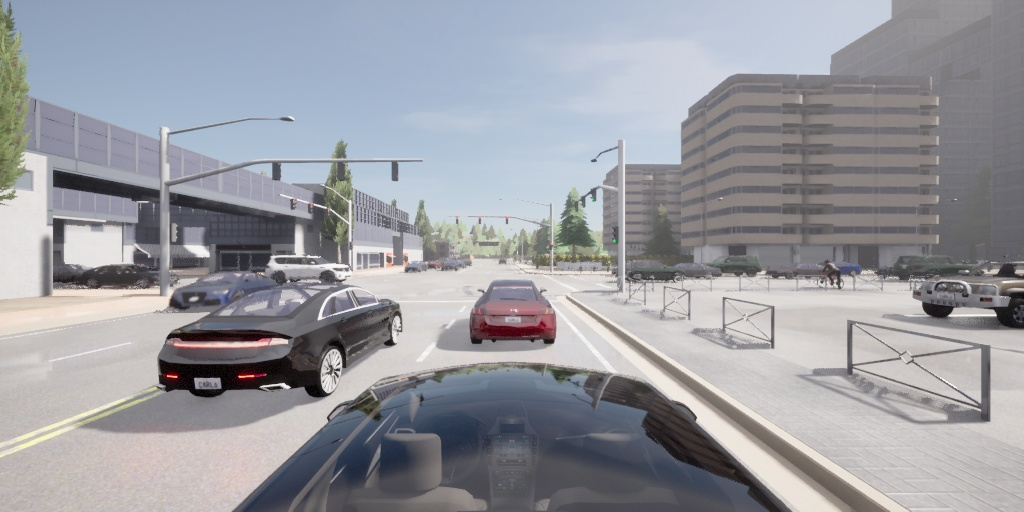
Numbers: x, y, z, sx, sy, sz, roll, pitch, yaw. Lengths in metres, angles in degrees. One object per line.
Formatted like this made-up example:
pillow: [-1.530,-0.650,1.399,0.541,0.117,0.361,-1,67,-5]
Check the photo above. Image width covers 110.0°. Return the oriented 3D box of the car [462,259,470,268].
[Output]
car: [-8.622,1.297,59.187,2.033,1.411,5.357,0,0,-1]

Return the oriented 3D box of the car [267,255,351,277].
car: [-14.634,0.972,25.871,5.566,2.045,2.150,0,0,-2]

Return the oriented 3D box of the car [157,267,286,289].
car: [-11.332,1.314,14.464,1.994,1.385,4.181,0,0,-7]

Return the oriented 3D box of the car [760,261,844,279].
car: [25.308,1.297,31.428,5.357,1.411,2.033,0,0,-2]

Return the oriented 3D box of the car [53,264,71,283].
car: [-31.285,1.297,25.426,5.357,1.411,2.033,0,0,-1]

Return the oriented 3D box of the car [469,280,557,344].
car: [0.012,1.314,9.576,1.994,1.385,4.181,0,0,0]

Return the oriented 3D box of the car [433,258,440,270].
car: [-11.997,1.351,54.020,1.895,1.301,4.718,0,0,-1]

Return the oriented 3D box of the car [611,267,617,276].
car: [11.749,1.314,34.527,4.181,1.385,1.994,0,0,-2]

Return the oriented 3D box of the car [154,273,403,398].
car: [-3.473,1.242,6.518,2.128,1.511,4.902,0,0,0]

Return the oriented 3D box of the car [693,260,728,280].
car: [15.238,1.297,31.129,5.357,1.411,2.033,0,0,-2]

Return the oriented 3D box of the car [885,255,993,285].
car: [33.164,0.971,27.963,5.566,2.045,2.150,0,0,-2]

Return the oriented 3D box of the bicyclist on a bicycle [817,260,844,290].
bicyclist on a bicycle: [17.929,1.052,20.221,0.582,1.620,1.656,0,0,-2]

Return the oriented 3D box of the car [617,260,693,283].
car: [10.751,1.102,27.273,4.553,1.767,2.097,0,0,-2]

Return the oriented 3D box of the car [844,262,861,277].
car: [31.118,1.228,35.097,5.008,1.535,1.882,0,0,-2]

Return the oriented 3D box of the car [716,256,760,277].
car: [21.092,0.972,34.806,5.566,2.045,2.150,0,0,-2]

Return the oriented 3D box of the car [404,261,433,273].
car: [-11.762,1.297,44.435,2.033,1.411,5.357,0,0,-1]

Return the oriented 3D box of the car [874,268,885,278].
car: [35.171,1.351,31.708,4.718,1.301,1.895,0,0,-2]

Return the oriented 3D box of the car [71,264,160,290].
car: [-23.423,1.255,22.106,4.892,1.490,1.837,0,0,-1]

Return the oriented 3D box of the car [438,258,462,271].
car: [-8.359,1.314,48.890,1.994,1.385,4.181,0,0,-2]
